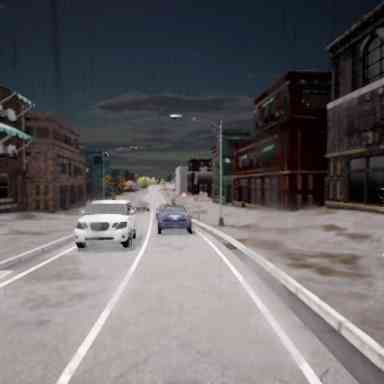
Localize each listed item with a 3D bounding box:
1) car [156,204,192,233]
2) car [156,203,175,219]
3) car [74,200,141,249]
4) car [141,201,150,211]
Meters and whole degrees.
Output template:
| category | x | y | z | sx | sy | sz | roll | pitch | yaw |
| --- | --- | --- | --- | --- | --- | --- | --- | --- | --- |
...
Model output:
| category | x | y | z | sx | sy | sz | roll | pitch | yaw |
| --- | --- | --- | --- | --- | --- | --- | --- | --- | --- |
| car | -1.226 | 1.637 | 21.815 | 2.097 | 1.767 | 4.553 | 0 | -2 | -6 |
| car | -3.156 | 2.209 | 39.455 | 2.097 | 1.767 | 4.553 | 0 | -1 | -6 |
| car | -3.830 | 1.379 | 15.679 | 2.150 | 2.045 | 5.566 | 0 | -1 | -5 |
| car | -8.336 | 2.388 | 57.198 | 2.097 | 1.767 | 4.553 | 0 | 0 | -6 |
